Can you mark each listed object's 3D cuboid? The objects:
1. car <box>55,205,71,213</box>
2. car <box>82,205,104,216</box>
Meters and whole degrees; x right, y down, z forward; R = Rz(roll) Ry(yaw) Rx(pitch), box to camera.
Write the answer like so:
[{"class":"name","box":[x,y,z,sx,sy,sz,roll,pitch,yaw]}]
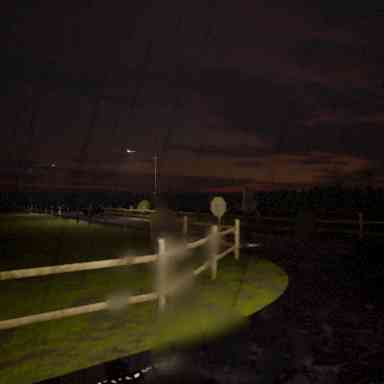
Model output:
[{"class":"car","box":[-22.922,2.916,59.079,1.994,1.385,4.181,1,-2,-35]},{"class":"car","box":[-13.549,2.526,45.421,1.837,1.490,4.892,1,-2,-34]}]
